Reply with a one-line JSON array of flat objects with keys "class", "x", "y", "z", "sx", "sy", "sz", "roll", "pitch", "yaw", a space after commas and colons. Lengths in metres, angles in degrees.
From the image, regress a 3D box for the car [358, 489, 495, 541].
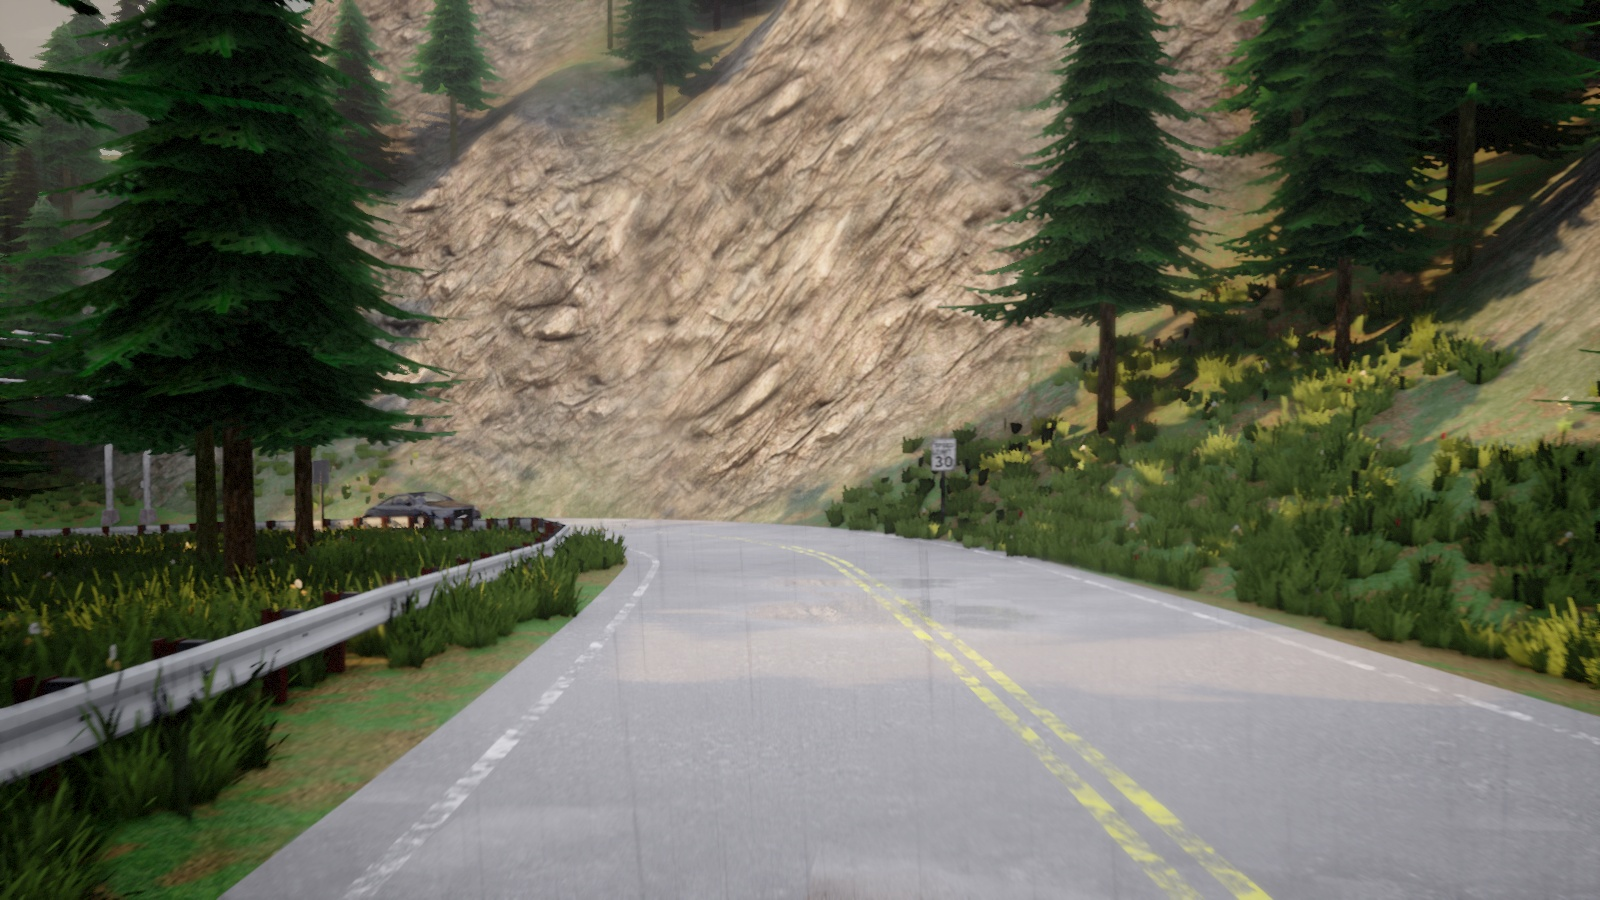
[{"class": "car", "x": -12.302, "y": 2.145, "z": 41.289, "sx": 4.181, "sy": 1.385, "sz": 1.994, "roll": -4, "pitch": 1, "yaw": 33}]
